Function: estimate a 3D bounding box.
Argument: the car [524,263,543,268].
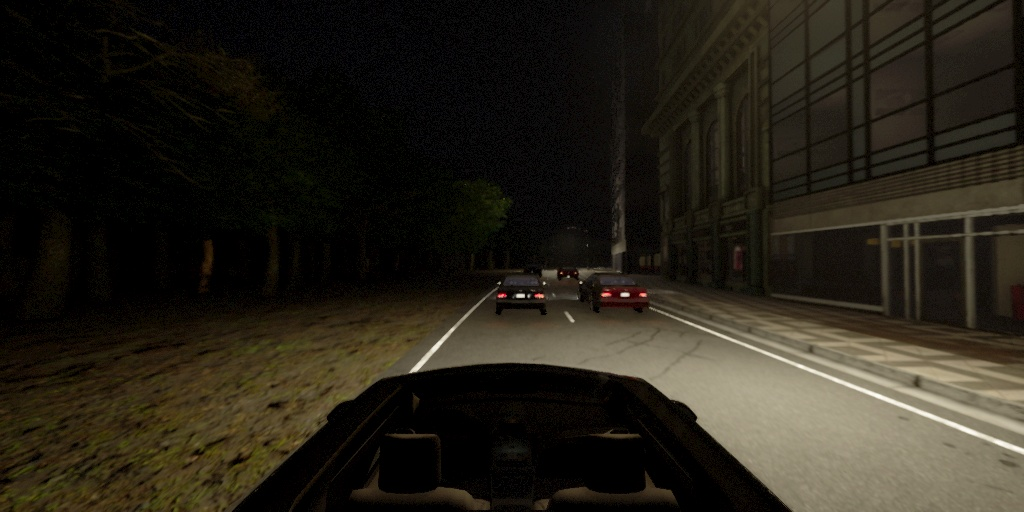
[{"bbox_3d":[2.368,1.523,39.817,1.882,1.535,5.008,0,-1,7],"label":"car"}]

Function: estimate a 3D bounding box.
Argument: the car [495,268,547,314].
[{"bbox_3d":[0.377,1.361,14.166,2.033,1.411,5.357,0,0,2],"label":"car"}]

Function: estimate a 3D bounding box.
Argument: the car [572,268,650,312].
[{"bbox_3d":[3.893,1.366,14.529,2.033,1.411,5.357,0,0,2],"label":"car"}]

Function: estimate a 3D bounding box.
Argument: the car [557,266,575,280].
[{"bbox_3d":[5.304,1.591,34.481,1.895,1.301,4.718,0,-1,6],"label":"car"}]
